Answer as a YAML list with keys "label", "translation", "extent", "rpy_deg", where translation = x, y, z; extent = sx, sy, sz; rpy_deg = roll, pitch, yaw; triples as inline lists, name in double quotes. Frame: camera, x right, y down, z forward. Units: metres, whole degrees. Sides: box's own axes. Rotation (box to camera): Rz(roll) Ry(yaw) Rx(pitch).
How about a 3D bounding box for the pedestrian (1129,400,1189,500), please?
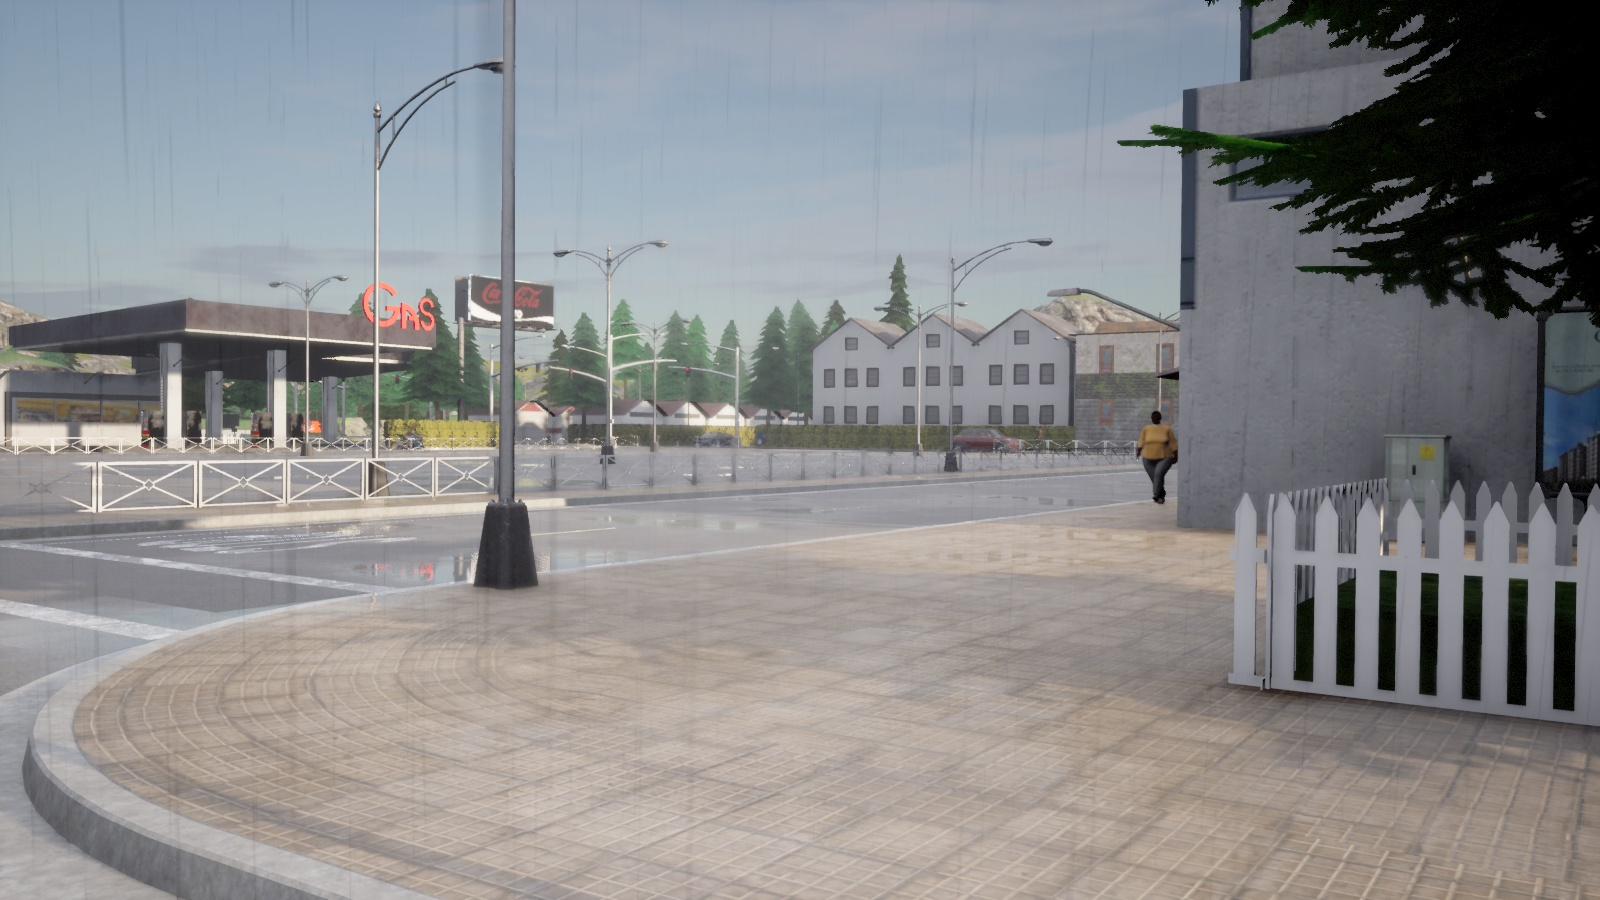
- label: "pedestrian"
  translation: [6.810, -0.010, 23.832]
  extent: [0.874, 1.855, 0.900]
  rpy_deg: [0, 1, 31]

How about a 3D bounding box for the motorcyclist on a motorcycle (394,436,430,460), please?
- label: "motorcyclist on a motorcycle"
  translation: [-25.464, -0.129, 82.449]
  extent: [0.866, 1.530, 2.191]
  rpy_deg: [0, 1, 35]

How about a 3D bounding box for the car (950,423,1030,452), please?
- label: "car"
  translation: [12.108, -0.803, 79.955]
  extent: [4.553, 1.767, 2.097]
  rpy_deg: [0, 1, 34]
